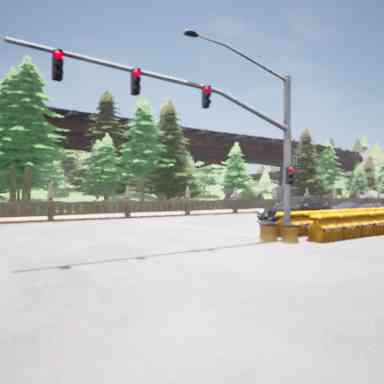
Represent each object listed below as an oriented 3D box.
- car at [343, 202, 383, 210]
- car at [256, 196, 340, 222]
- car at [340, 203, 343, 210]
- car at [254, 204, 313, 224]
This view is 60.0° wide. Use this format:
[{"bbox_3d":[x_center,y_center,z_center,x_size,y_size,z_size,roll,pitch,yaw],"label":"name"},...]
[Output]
[{"bbox_3d":[14.771,1.655,27.379,4.674,1.442,1.812,0,0,-35],"label":"car"},{"bbox_3d":[7.021,1.306,21.856,5.566,2.045,2.150,0,0,-36],"label":"car"},{"bbox_3d":[15.209,1.690,31.983,5.357,1.411,2.033,0,0,-35],"label":"car"},{"bbox_3d":[7.300,1.699,26.361,4.718,1.301,1.895,0,0,-35],"label":"car"}]
